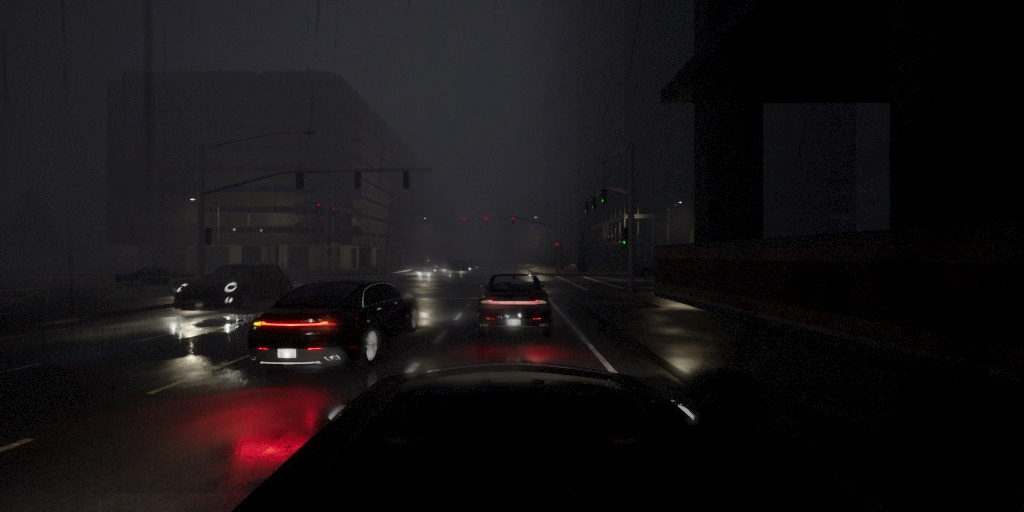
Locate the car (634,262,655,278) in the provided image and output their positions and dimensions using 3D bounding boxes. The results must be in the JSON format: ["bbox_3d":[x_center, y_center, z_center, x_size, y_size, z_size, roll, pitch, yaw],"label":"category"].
[{"bbox_3d":[13.932,1.297,34.272,4.902,1.511,2.128,0,0,0],"label":"car"}]

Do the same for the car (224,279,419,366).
[{"bbox_3d":[-3.454,1.255,7.953,1.837,1.490,4.892,0,0,0],"label":"car"}]

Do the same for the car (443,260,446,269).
[{"bbox_3d":[-10.979,1.351,56.882,1.895,1.301,4.718,0,0,1],"label":"car"}]

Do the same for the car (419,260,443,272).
[{"bbox_3d":[-11.005,1.242,47.538,2.128,1.511,4.902,0,0,0],"label":"car"}]

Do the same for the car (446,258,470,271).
[{"bbox_3d":[-7.512,1.228,50.310,1.882,1.535,5.008,0,0,0],"label":"car"}]

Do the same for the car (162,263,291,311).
[{"bbox_3d":[-10.923,1.101,14.465,2.097,1.767,4.553,0,0,-6],"label":"car"}]

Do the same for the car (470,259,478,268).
[{"bbox_3d":[-7.437,1.314,60.327,1.994,1.385,4.181,0,0,1],"label":"car"}]

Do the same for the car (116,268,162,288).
[{"bbox_3d":[-22.801,1.406,23.618,4.718,1.301,1.895,0,0,0],"label":"car"}]

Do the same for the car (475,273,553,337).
[{"bbox_3d":[0.055,1.242,10.274,2.128,1.511,4.902,0,0,0],"label":"car"}]
